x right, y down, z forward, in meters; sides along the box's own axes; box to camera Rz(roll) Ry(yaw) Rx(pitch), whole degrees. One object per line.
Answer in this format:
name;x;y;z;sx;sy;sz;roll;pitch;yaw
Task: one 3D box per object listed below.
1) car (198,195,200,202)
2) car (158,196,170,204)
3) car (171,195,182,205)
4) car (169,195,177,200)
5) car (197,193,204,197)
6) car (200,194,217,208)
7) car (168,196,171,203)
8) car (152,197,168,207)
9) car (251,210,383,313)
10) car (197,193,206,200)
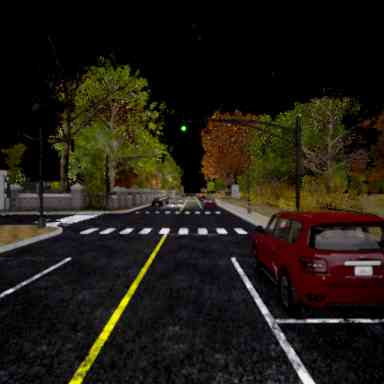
car;2.563;1.542;58.222;1.887;1.381;4.507;-1;0;0
car;-5.316;1.565;63.915;1.947;1.339;4.313;-1;0;0
car;-2.742;1.597;59.993;1.895;1.301;4.718;0;0;0
car;-5.312;1.556;92.358;2.008;1.369;4.403;-1;0;0
car;2.566;1.565;75.288;1.947;1.339;4.313;-1;0;0
car;2.616;1.438;49.521;1.967;1.590;4.097;-1;0;0
car;-5.317;1.565;58.226;1.947;1.339;4.313;-1;0;0
car;-5.319;1.565;52.539;1.947;1.339;4.313;-1;0;0
car;2.683;1.315;7.587;2.192;1.841;5.009;-1;0;0
car;2.565;1.319;92.353;2.192;1.841;5.009;-1;0;0
